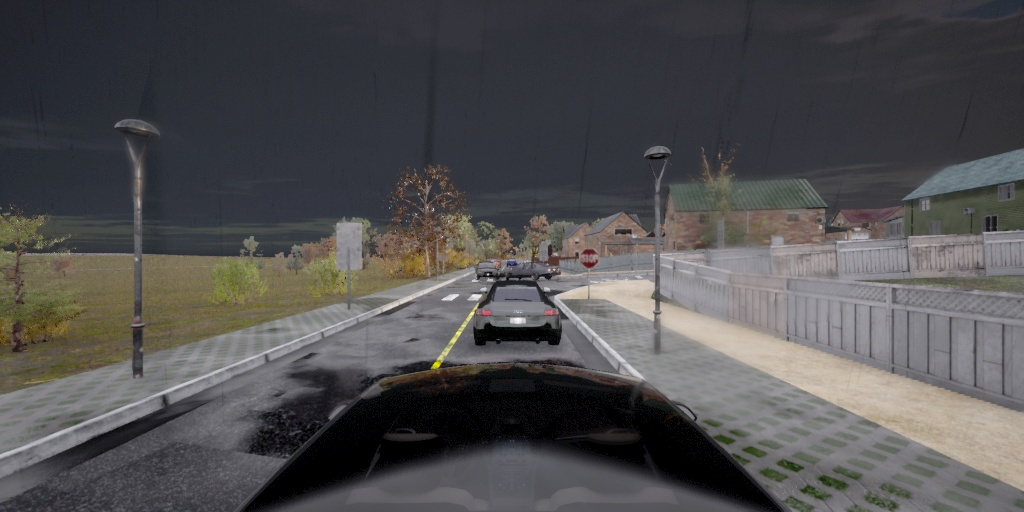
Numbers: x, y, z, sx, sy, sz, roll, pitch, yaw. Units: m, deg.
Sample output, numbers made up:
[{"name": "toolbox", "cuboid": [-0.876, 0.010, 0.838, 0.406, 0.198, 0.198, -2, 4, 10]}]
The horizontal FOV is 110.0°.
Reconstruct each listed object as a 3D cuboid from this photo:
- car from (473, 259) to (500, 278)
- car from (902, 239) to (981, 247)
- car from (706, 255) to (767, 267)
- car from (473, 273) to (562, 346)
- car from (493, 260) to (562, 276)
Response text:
[{"name": "car", "cuboid": [-2.271, 1.264, 31.389, 1.837, 1.490, 4.892, 0, 0, -8]}, {"name": "car", "cuboid": [23.875, -0.204, 20.450, 4.902, 1.511, 2.128, -3, 0, 14]}, {"name": "car", "cuboid": [14.373, 0.418, 22.865, 4.181, 1.385, 1.994, -3, 0, 16]}, {"name": "car", "cuboid": [0.097, 1.315, 9.464, 1.994, 1.385, 4.181, 0, 0, -1]}, {"name": "car", "cuboid": [1.318, 1.203, 28.480, 5.357, 1.411, 2.033, -4, -3, 43]}]
